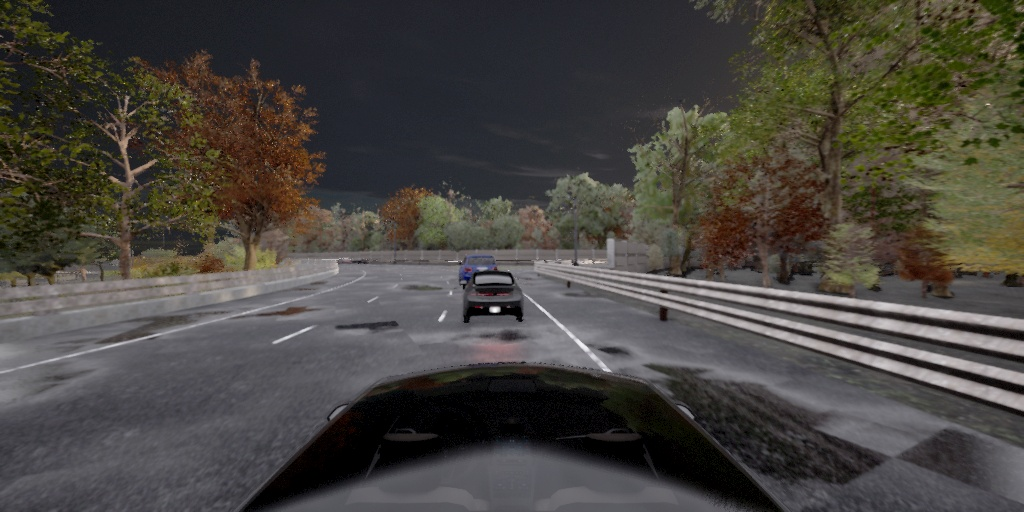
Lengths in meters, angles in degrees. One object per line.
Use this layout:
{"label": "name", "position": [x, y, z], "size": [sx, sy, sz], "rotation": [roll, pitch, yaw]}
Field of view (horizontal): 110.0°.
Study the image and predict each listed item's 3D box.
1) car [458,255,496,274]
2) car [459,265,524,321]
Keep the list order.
{"label": "car", "position": [-2.225, 0.946, 23.061], "size": [2.150, 2.045, 5.566], "rotation": [0, 0, -11]}
{"label": "car", "position": [-0.723, 1.241, 12.386], "size": [1.837, 1.490, 4.892], "rotation": [0, 0, -6]}
